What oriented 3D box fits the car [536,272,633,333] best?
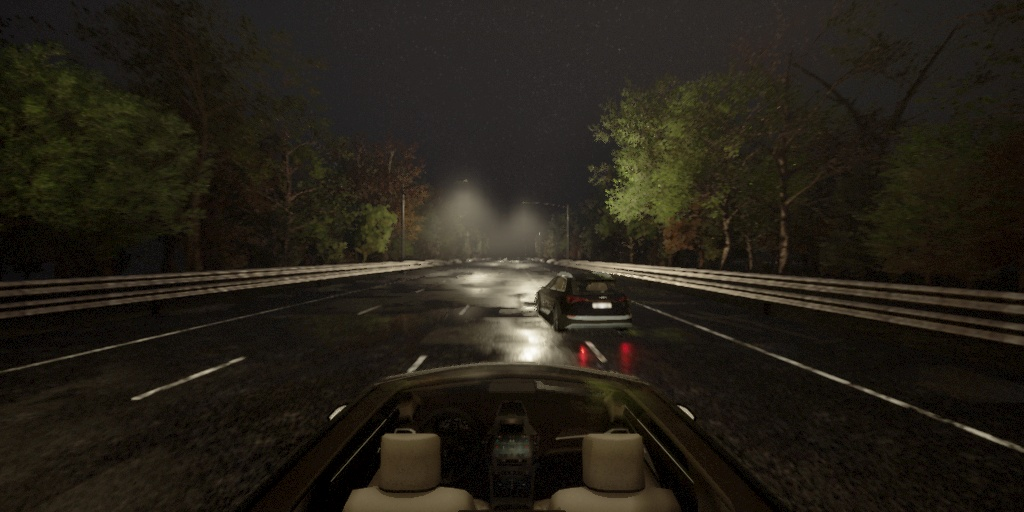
[{"bbox_3d":[1.959,1.277,10.817,2.033,1.649,4.856,0,-1,-5],"label":"car"}]
